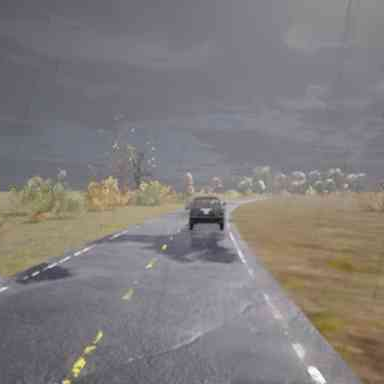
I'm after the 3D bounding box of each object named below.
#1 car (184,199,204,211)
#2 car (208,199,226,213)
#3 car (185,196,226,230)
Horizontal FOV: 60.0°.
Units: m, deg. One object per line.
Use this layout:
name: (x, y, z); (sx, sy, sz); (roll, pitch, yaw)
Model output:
car: (0.329, 1.662, 42.972); (1.994, 1.385, 4.181); (0, 0, 8)
car: (3.046, 1.621, 40.016); (1.812, 1.442, 4.674); (0, 0, 8)
car: (1.027, 1.277, 21.881); (2.150, 2.045, 5.566); (0, 0, 4)
